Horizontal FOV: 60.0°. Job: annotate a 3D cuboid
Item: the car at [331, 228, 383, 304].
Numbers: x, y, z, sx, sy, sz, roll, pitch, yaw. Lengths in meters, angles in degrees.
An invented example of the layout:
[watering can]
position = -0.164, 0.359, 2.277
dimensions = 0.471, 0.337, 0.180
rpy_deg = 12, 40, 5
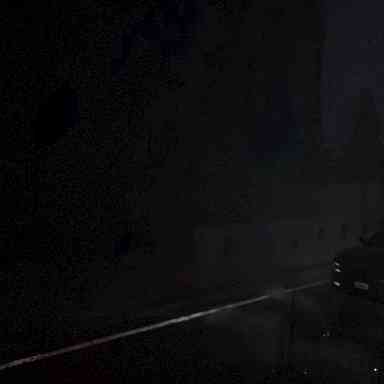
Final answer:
[car]
position = 5.225, 1.494, 7.699
dimensions = 5.008, 1.535, 1.882
rpy_deg = 0, 0, -35
